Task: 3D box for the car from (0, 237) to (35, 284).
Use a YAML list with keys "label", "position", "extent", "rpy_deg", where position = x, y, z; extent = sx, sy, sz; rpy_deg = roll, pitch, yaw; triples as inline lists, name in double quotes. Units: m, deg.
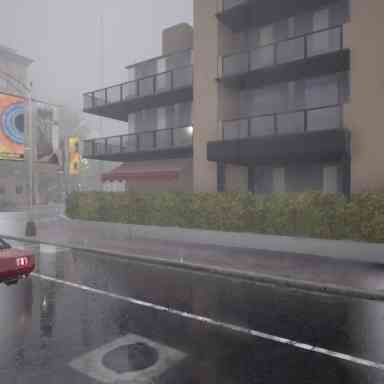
- label: "car"
  position: [-6.009, 1.601, 8.266]
  extent: [4.718, 1.301, 1.895]
  rpy_deg: [0, 0, 35]
